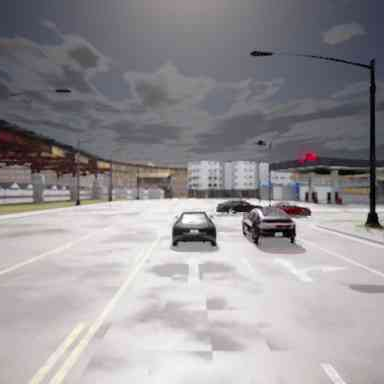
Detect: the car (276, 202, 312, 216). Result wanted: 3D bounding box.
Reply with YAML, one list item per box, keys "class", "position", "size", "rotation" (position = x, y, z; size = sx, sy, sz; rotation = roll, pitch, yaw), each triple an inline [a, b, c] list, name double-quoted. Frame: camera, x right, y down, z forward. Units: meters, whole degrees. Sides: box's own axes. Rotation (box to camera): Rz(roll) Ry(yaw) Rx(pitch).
- class: "car"
  position: [8.809, 1.626, 30.666]
  size: [4.181, 1.385, 1.994]
  rotation: [0, 0, -7]

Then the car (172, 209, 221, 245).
- class: "car"
  position: [0.097, 1.615, 15.889]
  size: [1.994, 1.385, 4.181]
  rotation: [0, 0, 0]

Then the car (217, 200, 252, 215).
- class: "car"
  position: [4.935, 1.571, 33.922]
  size: [4.892, 1.490, 1.837]
  rotation: [0, -4, -17]

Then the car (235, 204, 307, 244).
- class: "car"
  position: [3.596, 1.543, 16.173]
  size: [2.128, 1.511, 4.902]
  rotation: [0, 0, 0]
